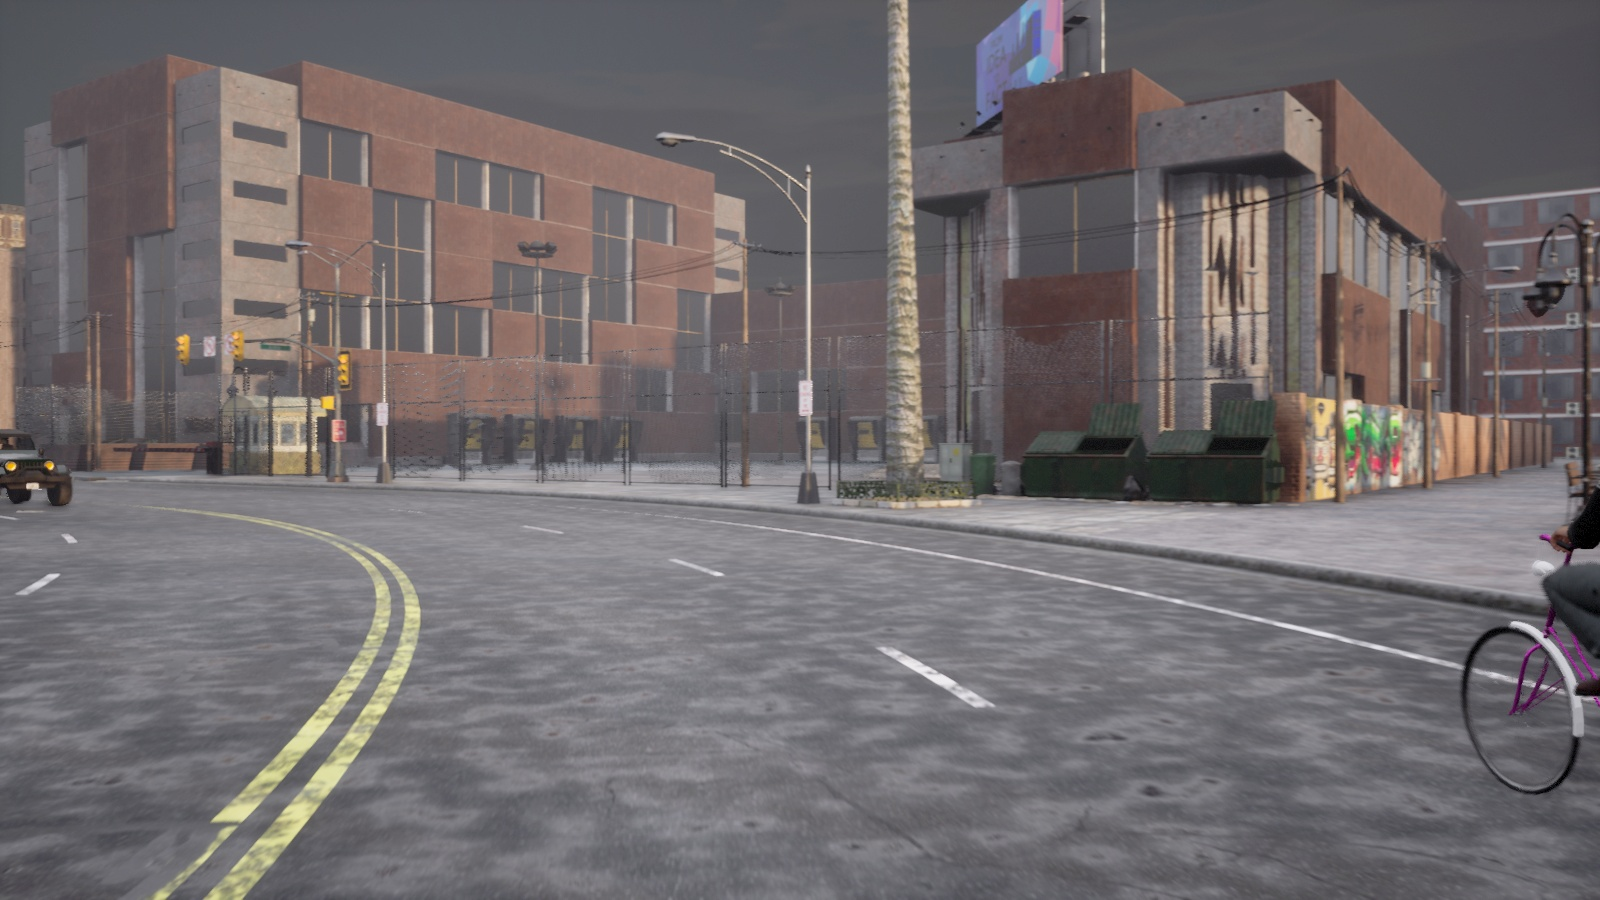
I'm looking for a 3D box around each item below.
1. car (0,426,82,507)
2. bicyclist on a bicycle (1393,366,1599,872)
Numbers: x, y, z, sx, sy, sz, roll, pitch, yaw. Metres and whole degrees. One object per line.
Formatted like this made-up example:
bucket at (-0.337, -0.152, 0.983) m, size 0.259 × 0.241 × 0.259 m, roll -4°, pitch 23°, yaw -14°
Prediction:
car at (-19.449, 0.372, 30.705) m, size 3.866 × 1.878 × 1.905 m, roll 0°, pitch 0°, yaw 37°
bicyclist on a bicycle at (3.098, 0.590, 4.758) m, size 0.659 × 1.776 × 1.843 m, roll 0°, pitch 1°, yaw -7°
